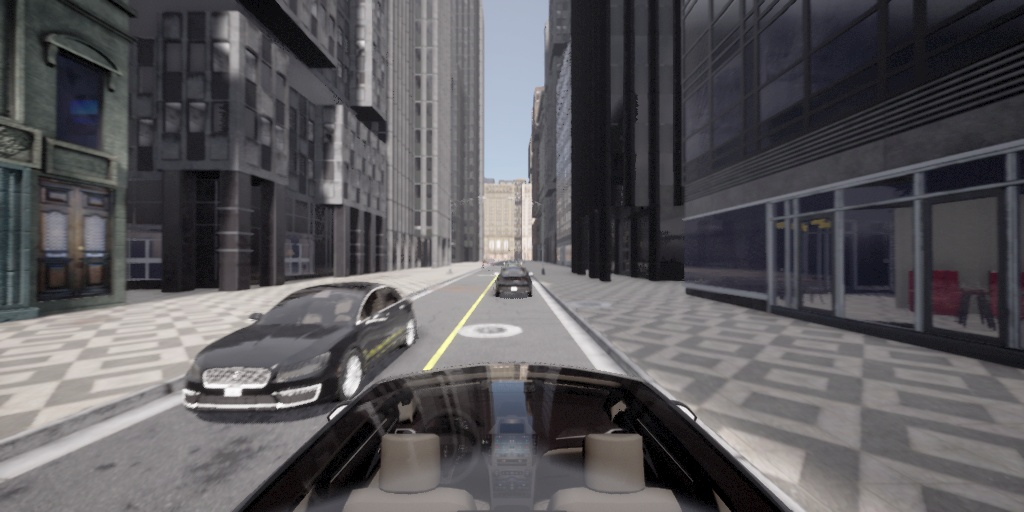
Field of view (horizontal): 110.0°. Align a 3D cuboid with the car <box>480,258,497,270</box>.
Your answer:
[{"bbox_3d":[-3.007,0.943,47.254,1.812,1.442,4.674,0,0,0],"label":"car"}]

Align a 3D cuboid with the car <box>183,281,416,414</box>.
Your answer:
[{"bbox_3d":[-3.102,1.265,6.418,1.837,1.490,4.892,0,0,0],"label":"car"}]

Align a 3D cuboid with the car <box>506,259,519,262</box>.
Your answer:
[{"bbox_3d":[0.093,1.117,39.923,2.097,1.767,4.553,0,0,0],"label":"car"}]

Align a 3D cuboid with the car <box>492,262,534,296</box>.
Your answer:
[{"bbox_3d":[0.096,1.279,19.295,1.837,1.490,4.892,0,1,0],"label":"car"}]
